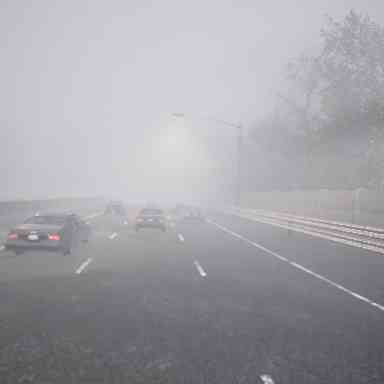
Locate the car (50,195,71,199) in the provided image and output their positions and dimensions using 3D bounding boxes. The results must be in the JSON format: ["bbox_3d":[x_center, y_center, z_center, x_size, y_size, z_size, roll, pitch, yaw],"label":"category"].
[{"bbox_3d":[-20.454,1.240,53.275,2.033,1.411,5.357,3,-1,-6],"label":"car"}]

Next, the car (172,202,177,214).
[{"bbox_3d":[-1.412,1.924,41.341,1.812,1.442,4.674,3,0,-6],"label":"car"}]

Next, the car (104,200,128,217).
[{"bbox_3d":[-7.399,1.531,32.522,1.837,1.490,4.892,3,-1,-6],"label":"car"}]

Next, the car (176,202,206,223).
[{"bbox_3d":[0.003,1.868,29.123,2.033,1.411,5.357,3,-1,-6],"label":"car"}]

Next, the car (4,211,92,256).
[{"bbox_3d":[-5.171,1.455,12.729,2.033,1.411,5.357,3,-1,-6],"label":"car"}]

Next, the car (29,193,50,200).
[{"bbox_3d":[-24.054,1.033,54.072,2.128,1.511,4.902,3,-1,-6],"label":"car"}]

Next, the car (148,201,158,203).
[{"bbox_3d":[-4.594,1.773,38.835,2.033,1.411,5.357,3,-1,-6],"label":"car"}]

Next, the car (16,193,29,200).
[{"bbox_3d":[-27.732,0.874,55.696,1.882,1.535,5.008,3,-1,-6],"label":"car"}]

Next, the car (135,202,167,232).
[{"bbox_3d":[-2.612,1.664,21.265,2.033,1.411,5.357,3,-1,-6],"label":"car"}]
